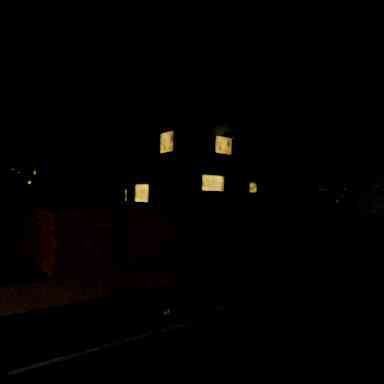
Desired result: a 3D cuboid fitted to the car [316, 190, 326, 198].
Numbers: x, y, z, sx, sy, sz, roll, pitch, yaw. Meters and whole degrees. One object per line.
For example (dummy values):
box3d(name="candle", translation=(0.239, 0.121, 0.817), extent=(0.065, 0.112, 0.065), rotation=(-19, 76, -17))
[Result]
box3d(name="car", translation=(21.063, 0.274, 57.032), extent=(2.033, 1.411, 5.357), rotation=(1, 2, -3))
